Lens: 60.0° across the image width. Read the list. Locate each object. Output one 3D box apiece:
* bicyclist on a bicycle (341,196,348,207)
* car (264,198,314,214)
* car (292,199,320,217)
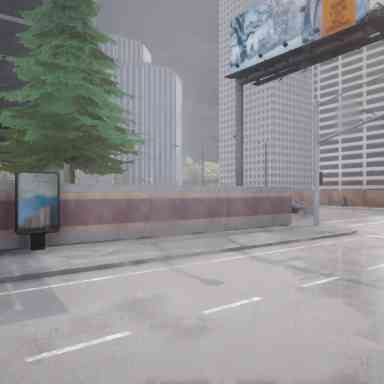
[{"bbox_3d":[21.242,1.307,46.300,1.656,1.620,0.582,0,0,-35],"label":"bicyclist on a bicycle"},{"bbox_3d":[10.510,1.496,36.392,2.128,1.511,4.902,0,0,-35],"label":"car"},{"bbox_3d":[9.673,1.495,31.517,2.128,1.511,4.902,0,0,-35],"label":"car"}]
